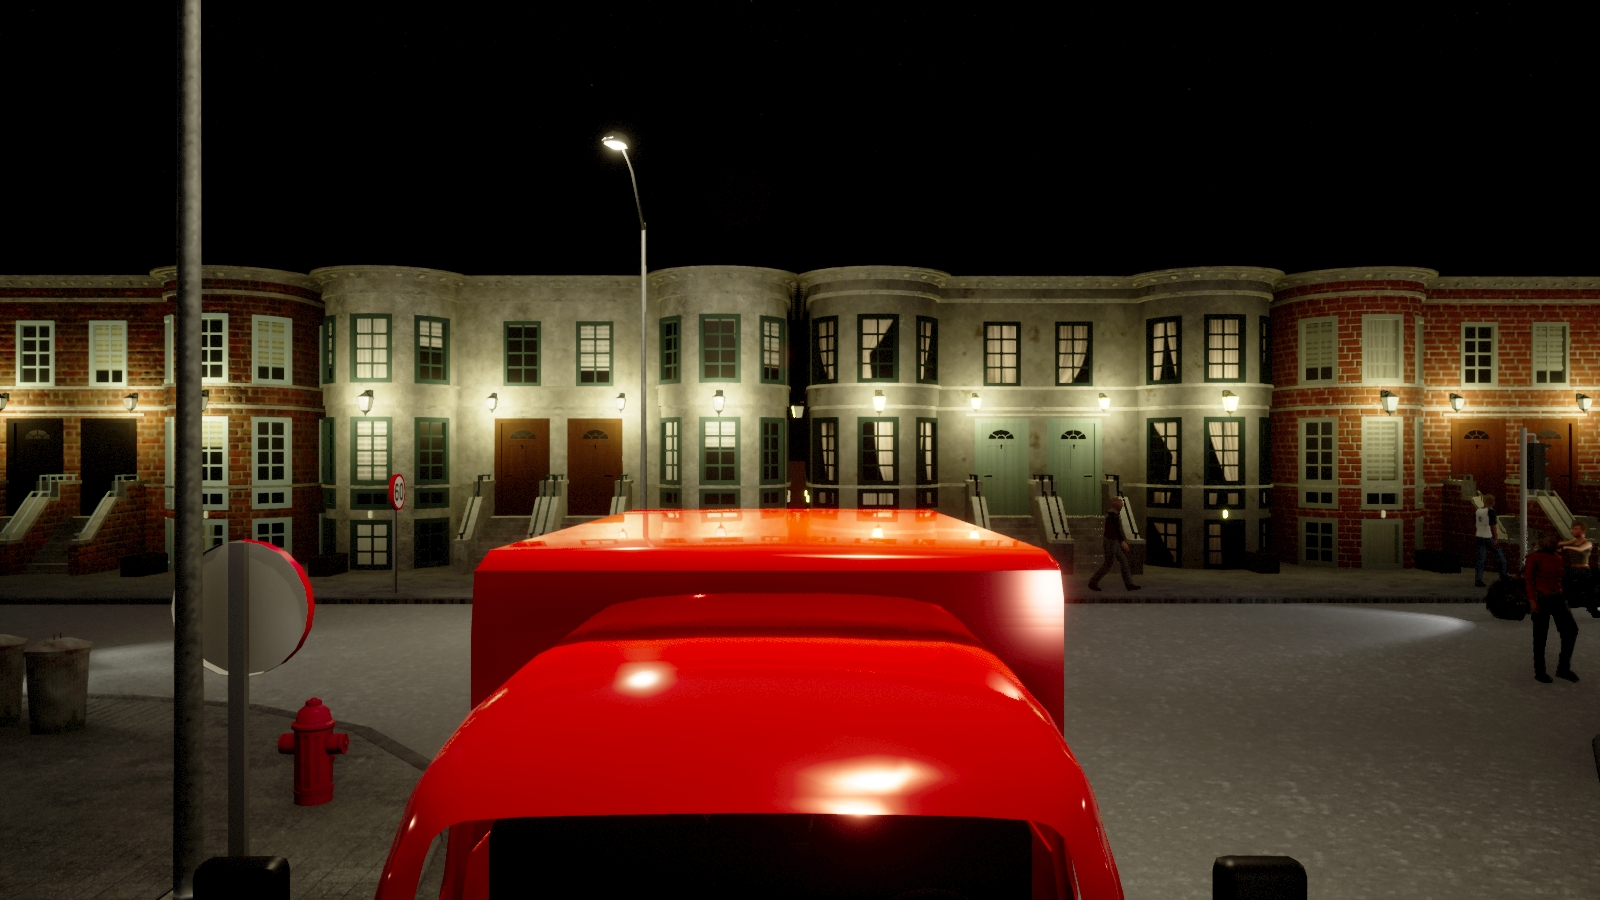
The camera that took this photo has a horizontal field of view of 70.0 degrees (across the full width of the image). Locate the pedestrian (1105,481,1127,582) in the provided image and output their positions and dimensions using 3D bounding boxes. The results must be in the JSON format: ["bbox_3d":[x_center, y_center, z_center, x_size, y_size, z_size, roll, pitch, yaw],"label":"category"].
[{"bbox_3d":[5.956,1.525,21.542,0.375,1.860,0.375,0,0,13],"label":"pedestrian"}]

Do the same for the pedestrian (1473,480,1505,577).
[{"bbox_3d":[13.506,1.524,22.390,0.375,1.860,0.375,0,0,-18],"label":"pedestrian"}]

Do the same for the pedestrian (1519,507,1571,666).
[{"bbox_3d":[8.944,1.629,13.727,0.375,1.860,0.375,0,0,0],"label":"pedestrian"}]

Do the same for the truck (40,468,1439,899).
[{"bbox_3d":[-0.117,1.348,4.748,2.627,2.467,5.204,0,0,0],"label":"truck"}]
